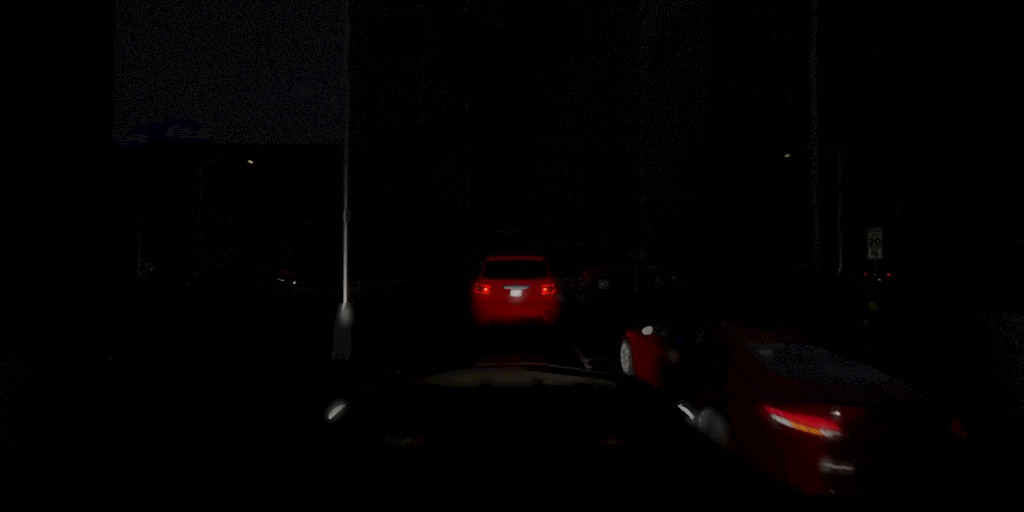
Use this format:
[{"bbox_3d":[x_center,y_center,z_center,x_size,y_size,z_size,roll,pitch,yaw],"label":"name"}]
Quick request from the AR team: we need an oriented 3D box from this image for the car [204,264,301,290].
[{"bbox_3d":[-16.978,1.367,23.629,5.008,1.535,1.882,-1,-1,0],"label":"car"}]

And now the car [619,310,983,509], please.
[{"bbox_3d":[2.639,1.323,4.429,1.802,1.307,4.207,0,0,0],"label":"car"}]

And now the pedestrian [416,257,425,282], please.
[{"bbox_3d":[-6.830,0.957,26.505,0.375,1.860,0.375,0,0,0],"label":"pedestrian"}]

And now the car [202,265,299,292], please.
[{"bbox_3d":[-14.973,1.322,20.671,4.892,1.490,1.837,-1,-1,0],"label":"car"}]

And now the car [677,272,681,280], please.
[{"bbox_3d":[8.345,1.225,23.533,4.718,1.301,1.895,-1,-1,0],"label":"car"}]

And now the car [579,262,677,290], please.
[{"bbox_3d":[6.398,1.086,20.575,5.008,1.535,1.882,-1,0,0],"label":"car"}]

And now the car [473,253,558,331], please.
[{"bbox_3d":[0.053,0.943,11.007,2.150,2.045,5.566,0,0,-1],"label":"car"}]

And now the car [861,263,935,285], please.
[{"bbox_3d":[23.206,1.052,20.527,4.718,1.301,1.895,0,-1,0],"label":"car"}]
